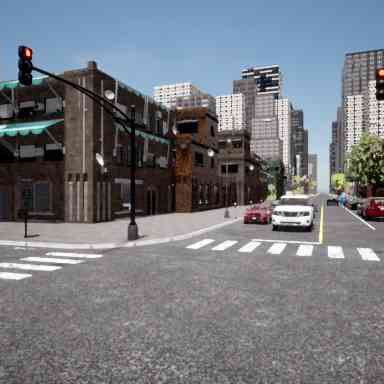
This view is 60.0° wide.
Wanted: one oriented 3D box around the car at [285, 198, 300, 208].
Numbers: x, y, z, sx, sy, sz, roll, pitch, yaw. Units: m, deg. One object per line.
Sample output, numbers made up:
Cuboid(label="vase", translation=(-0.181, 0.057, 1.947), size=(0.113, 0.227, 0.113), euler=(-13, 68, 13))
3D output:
Cuboid(label="car", translation=(15.287, 1.620, 50.494), size=(1.802, 1.307, 4.206), euler=(0, 0, 22))

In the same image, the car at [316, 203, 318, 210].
Cuboid(label="car", translation=(10.203, 1.580, 30.447), size=(1.994, 1.385, 4.181), euler=(0, 0, 22))

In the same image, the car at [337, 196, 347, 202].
Cuboid(label="car", translation=(35.242, 1.683, 78.261), size=(1.802, 1.307, 4.206), euler=(0, 0, 22))

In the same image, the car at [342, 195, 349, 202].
Cuboid(label="car", translation=(27.136, 1.638, 57.700), size=(1.802, 1.307, 4.206), euler=(0, 0, 22))

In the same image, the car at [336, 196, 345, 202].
Cuboid(label="car", translation=(37.269, 1.679, 83.403), size=(1.947, 1.339, 4.313), euler=(0, 0, 22))

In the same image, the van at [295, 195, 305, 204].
Cuboid(label="van", translation=(21.367, 1.407, 65.914), size=(1.690, 1.788, 3.998), euler=(0, 0, 22))

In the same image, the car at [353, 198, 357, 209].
Cuboid(label="car", translation=(17.004, 1.586, 32.000), size=(1.947, 1.339, 4.313), euler=(0, 0, 22))

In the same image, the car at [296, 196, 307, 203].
Cuboid(label="car", translation=(23.393, 1.628, 71.055), size=(2.008, 1.369, 4.403), euler=(0, 0, 22))

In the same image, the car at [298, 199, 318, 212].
Cuboid(label="car", translation=(14.055, 1.573, 40.035), size=(2.033, 1.411, 5.357), euler=(0, 0, 22))

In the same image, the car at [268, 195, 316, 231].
Cuboid(label="car", translation=(6.499, 1.230, 21.103), size=(2.150, 2.045, 5.566), euler=(0, 0, 22))

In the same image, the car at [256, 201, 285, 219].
Cuboid(label="car", translation=(7.181, 1.580, 29.932), size=(1.947, 1.339, 4.313), euler=(0, 0, 22))

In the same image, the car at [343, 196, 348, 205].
Cuboid(label="car", translation=(23.083, 1.589, 47.421), size=(2.008, 1.369, 4.403), euler=(0, 0, 22))

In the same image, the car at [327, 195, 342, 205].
Cuboid(label="car", translation=(24.530, 1.546, 58.154), size=(2.128, 1.511, 4.902), euler=(0, 0, 22))

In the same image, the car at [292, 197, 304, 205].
Cuboid(label="car", translation=(19.277, 1.581, 60.615), size=(1.752, 1.417, 4.829), euler=(0, 0, 22))

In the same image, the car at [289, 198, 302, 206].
Cuboid(label="car", translation=(17.313, 1.629, 55.633), size=(1.802, 1.307, 4.206), euler=(0, 0, 22))

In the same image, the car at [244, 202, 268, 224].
Cuboid(label="car", translation=(5.074, 1.554, 24.828), size=(1.887, 1.381, 4.507), euler=(0, 0, 22))

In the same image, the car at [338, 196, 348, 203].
Cuboid(label="car", translation=(33.278, 1.615, 73.280), size=(1.752, 1.417, 4.829), euler=(0, 0, 22))

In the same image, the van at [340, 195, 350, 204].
Cuboid(label="van", translation=(31.189, 1.418, 67.982), size=(1.690, 1.788, 3.998), euler=(0, 0, 22))

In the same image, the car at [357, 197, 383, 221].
Cuboid(label="car", translation=(14.978, 1.330, 26.859), size=(2.192, 1.841, 5.009), euler=(0, 0, 22))

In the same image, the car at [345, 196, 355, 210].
Cuboid(label="car", translation=(21.057, 1.597, 42.280), size=(1.947, 1.339, 4.313), euler=(0, 0, 22))
